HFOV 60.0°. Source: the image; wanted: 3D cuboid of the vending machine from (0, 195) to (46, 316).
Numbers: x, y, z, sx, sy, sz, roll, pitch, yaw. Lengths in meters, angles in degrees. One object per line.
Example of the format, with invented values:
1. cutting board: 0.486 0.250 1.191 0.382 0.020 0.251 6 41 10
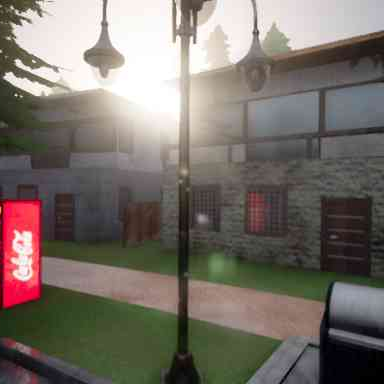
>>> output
1. vending machine: -3.580 1.123 6.375 0.880 2.100 1.100 1 0 29
